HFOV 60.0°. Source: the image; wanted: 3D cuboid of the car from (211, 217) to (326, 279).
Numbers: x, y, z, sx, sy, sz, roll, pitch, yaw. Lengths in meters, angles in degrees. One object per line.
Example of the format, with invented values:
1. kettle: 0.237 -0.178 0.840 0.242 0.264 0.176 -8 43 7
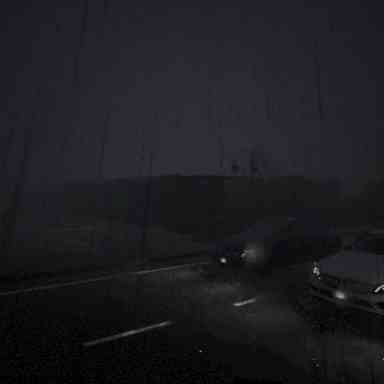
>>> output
1. car: 2.738 1.542 10.232 4.674 1.442 1.812 0 0 -35

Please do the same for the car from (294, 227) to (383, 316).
1. car: 4.506 1.541 7.194 4.674 1.442 1.812 0 0 -35
